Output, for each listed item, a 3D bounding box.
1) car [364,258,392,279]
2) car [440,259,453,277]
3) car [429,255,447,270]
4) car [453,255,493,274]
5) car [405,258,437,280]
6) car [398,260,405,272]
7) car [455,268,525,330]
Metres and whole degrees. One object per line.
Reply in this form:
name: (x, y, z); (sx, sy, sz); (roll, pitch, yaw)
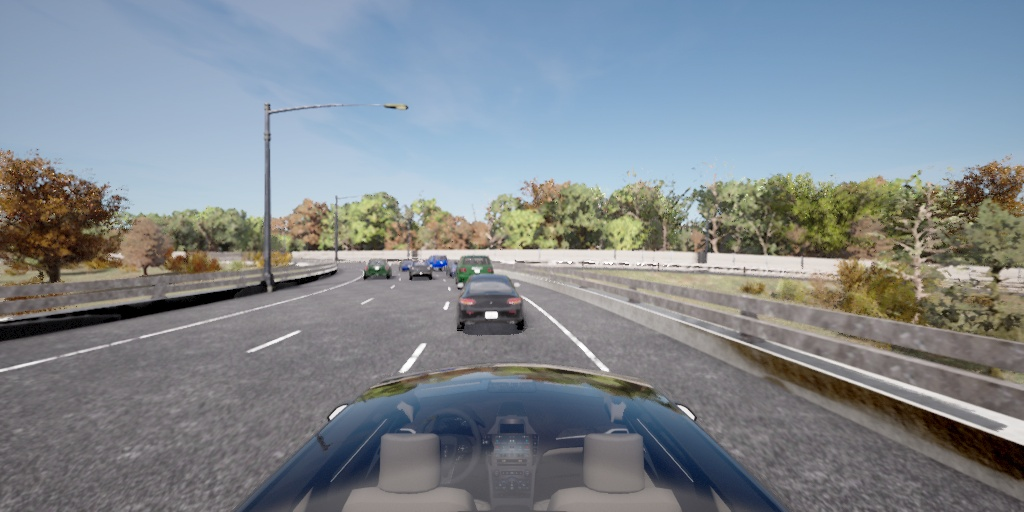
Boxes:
car: (-11.831, 1.053, 31.844); (2.097, 1.767, 4.553); (0, 0, -16)
car: (-5.362, 1.238, 34.600); (2.033, 1.411, 5.357); (0, 0, -17)
car: (-9.699, 0.895, 46.148); (2.150, 2.045, 5.566); (0, 0, -25)
car: (-2.487, 0.935, 23.063); (2.150, 2.045, 5.566); (0, 0, -11)
car: (-7.928, 1.191, 30.954); (2.128, 1.511, 4.902); (0, 0, -16)
car: (-13.265, 1.239, 45.490); (1.994, 1.385, 4.181); (0, 0, -24)
car: (-0.698, 1.258, 10.959); (1.812, 1.442, 4.674); (0, 0, -5)
